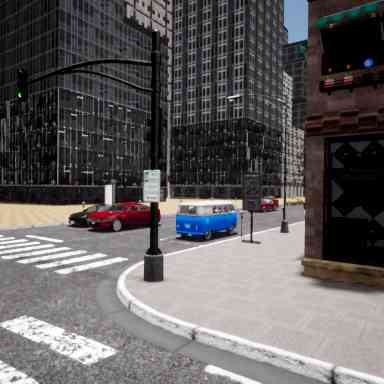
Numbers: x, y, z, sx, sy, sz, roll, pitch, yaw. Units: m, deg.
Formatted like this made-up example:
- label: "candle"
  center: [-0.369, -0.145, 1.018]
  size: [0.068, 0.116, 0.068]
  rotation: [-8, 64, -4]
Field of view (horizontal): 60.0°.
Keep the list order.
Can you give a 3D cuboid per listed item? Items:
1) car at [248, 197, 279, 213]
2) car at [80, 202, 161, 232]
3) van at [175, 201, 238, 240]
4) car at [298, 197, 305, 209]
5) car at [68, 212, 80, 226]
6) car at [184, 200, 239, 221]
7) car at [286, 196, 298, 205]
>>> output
- label: "car"
  center: [7.777, 1.505, 36.660]
  size: [1.895, 1.301, 4.718]
  rotation: [1, 1, 36]
- label: "car"
  center: [-3.974, 1.418, 20.209]
  size: [1.882, 1.535, 5.008]
  rotation: [1, 1, 34]
- label: "van"
  center: [0.862, 1.368, 17.019]
  size: [1.690, 1.788, 3.998]
  rotation: [1, 1, 36]
- label: "car"
  center: [15.654, 1.429, 42.299]
  size: [2.128, 1.511, 4.902]
  rotation: [1, 1, 36]
- label: "car"
  center: [-5.961, 1.467, 21.892]
  size: [1.947, 1.339, 4.313]
  rotation: [1, 1, 36]
- label: "car"
  center: [1.779, 1.469, 28.268]
  size: [2.033, 1.411, 5.357]
  rotation: [1, 1, 36]
- label: "car"
  center: [16.447, 1.364, 53.271]
  size: [1.752, 1.417, 4.829]
  rotation: [1, 1, 36]
